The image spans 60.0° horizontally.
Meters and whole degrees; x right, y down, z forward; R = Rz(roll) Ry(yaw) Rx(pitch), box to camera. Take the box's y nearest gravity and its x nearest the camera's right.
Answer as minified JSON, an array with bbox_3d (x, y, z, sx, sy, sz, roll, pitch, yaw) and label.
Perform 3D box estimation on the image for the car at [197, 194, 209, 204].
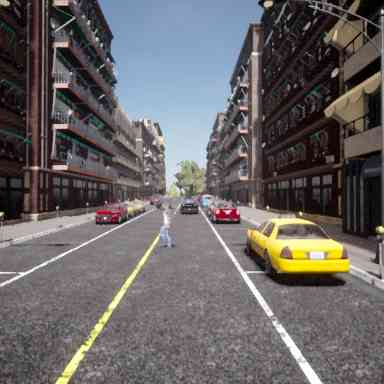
[{"bbox_3d":[2.082,1.334,64.534,2.192,1.841,5.009,1,0,-1],"label":"car"}]

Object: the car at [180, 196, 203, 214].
[{"bbox_3d":[-0.257,1.497,34.974,2.128,1.511,4.902,0,0,0],"label":"car"}]

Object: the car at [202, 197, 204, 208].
[{"bbox_3d":[2.352,1.557,36.228,2.008,1.369,4.403,1,0,-1],"label":"car"}]

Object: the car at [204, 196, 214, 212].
[{"bbox_3d":[2.409,1.445,30.566,1.967,1.590,4.097,1,0,-1],"label":"car"}]

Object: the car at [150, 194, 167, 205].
[{"bbox_3d":[-6.244,1.331,58.832,2.192,1.841,5.009,1,0,-1],"label":"car"}]

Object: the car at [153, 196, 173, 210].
[{"bbox_3d":[-3.513,1.572,43.328,1.994,1.385,4.181,0,0,0],"label":"car"}]

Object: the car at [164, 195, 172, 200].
[{"bbox_3d":[-6.576,1.581,92.800,1.887,1.381,4.507,1,0,-1],"label":"car"}]

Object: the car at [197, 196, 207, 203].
[{"bbox_3d":[2.023,1.588,70.196,1.947,1.339,4.313,1,0,-1],"label":"car"}]

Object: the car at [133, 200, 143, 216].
[{"bbox_3d":[-5.971,1.530,30.355,1.752,1.417,4.829,1,0,-1],"label":"car"}]

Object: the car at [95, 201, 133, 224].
[{"bbox_3d":[-5.918,1.549,24.865,1.887,1.381,4.507,1,0,-1],"label":"car"}]

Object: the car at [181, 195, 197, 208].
[{"bbox_3d":[-0.407,1.362,47.962,2.097,1.767,4.553,0,0,0],"label":"car"}]

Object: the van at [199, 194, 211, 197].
[{"bbox_3d":[2.245,1.351,47.551,1.690,1.788,3.998,1,0,-1],"label":"van"}]

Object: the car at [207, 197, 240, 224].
[{"bbox_3d":[2.464,1.444,24.905,1.967,1.590,4.097,1,0,-1],"label":"car"}]

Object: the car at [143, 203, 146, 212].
[{"bbox_3d":[-6.026,1.531,36.017,1.752,1.417,4.829,1,0,-1],"label":"car"}]

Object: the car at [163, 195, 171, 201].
[{"bbox_3d":[-6.520,1.558,86.970,1.752,1.417,4.829,1,0,-1],"label":"car"}]

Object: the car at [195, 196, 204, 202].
[{"bbox_3d":[1.914,1.579,81.520,2.008,1.369,4.403,1,0,-1],"label":"car"}]

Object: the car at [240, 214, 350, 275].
[{"bbox_3d":[2.901,1.457,10.341,1.801,1.575,5.366,0,0,-1],"label":"car"}]

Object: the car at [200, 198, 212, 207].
[{"bbox_3d":[2.187,1.595,53.212,1.802,1.307,4.206,1,0,-1],"label":"car"}]

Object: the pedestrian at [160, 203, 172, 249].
[{"bbox_3d":[-0.993,1.296,13.108,0.375,1.860,0.375,1,-1,-4],"label":"pedestrian"}]
